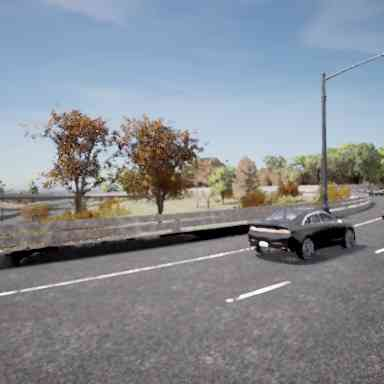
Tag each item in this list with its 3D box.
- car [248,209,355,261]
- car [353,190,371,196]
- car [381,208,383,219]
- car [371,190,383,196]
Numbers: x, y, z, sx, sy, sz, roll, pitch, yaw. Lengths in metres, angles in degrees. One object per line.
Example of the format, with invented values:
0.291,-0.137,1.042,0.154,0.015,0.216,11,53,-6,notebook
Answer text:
4.031,1.351,11.831,4.902,1.511,2.128,-1,1,-41,car
39.280,0.221,77.871,1.882,1.535,5.008,-1,0,6,car
13.898,1.198,21.751,2.033,1.411,5.357,0,1,41,car
42.756,0.293,77.454,1.895,1.301,4.718,-1,0,6,car
